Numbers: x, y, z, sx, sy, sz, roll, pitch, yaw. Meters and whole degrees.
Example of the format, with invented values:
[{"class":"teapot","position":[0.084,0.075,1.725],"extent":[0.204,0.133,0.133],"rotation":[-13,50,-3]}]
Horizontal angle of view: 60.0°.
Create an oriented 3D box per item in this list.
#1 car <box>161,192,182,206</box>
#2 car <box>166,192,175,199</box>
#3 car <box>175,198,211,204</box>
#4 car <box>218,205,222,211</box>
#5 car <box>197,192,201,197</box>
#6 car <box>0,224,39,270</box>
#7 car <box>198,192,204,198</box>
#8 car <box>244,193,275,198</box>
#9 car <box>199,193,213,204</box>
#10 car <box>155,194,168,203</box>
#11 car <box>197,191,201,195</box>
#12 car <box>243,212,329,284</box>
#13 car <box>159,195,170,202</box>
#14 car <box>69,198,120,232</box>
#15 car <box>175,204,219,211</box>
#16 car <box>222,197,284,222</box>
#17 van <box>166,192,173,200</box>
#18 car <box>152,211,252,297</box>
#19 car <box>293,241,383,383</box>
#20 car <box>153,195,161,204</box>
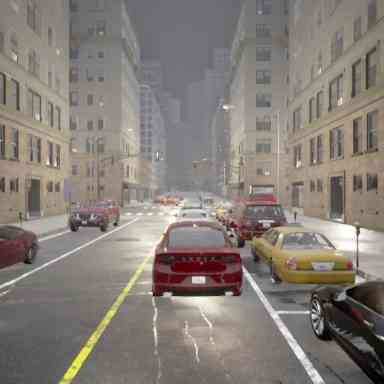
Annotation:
[{"class":"car","position":[-3.144,1.236,51.768],"extent":[2.097,1.767,4.553],"rotation":[0,0,2]},{"class":"car","position":[-5.745,0.955,90.473],"extent":[2.192,1.841,5.009],"rotation":[1,0,0]},{"class":"car","position":[0.075,1.470,25.317],"extent":[2.128,1.511,4.902],"rotation":[0,0,0]},{"class":"car","position":[2.768,1.571,20.268],"extent":[1.802,1.307,4.206],"rotation":[0,0,0]},{"class":"car","position":[2.775,1.300,79.623],"extent":[1.802,1.307,4.206],"rotation":[1,0,0]},{"class":"car","position":[-5.759,1.582,9.171],"extent":[1.802,1.307,4.206],"rotation":[0,0,0]},{"class":"car","position":[2.775,1.315,68.943],"extent":[1.752,1.417,4.829],"rotation":[1,0,0]},{"class":"car","position":[7.557,1.139,40.994],"extent":[5.566,2.045,2.150],"rotation":[0,0,0]},{"class":"car","position":[2.773,1.404,57.927],"extent":[2.008,1.369,4.403],"rotation":[0,0,0]},{"class":"car","position":[-5.751,1.263,63.359],"extent":[1.967,1.590,4.097],"rotation":[1,0,0]},{"class":"car","position":[2.778,1.080,90.467],"extent":[1.967,1.590,4.097],"rotation":[1,0,0]},{"class":"car","position":[2.767,1.526,9.333],"extent":[1.752,1.417,4.829],"rotation":[0,0,0]},{"class":"car","position":[-5.751,1.335,68.782],"extent":[1.887,1.381,4.507],"rotation":[1,0,0]},{"class":"car","position":[-5.757,1.304,20.277],"extent":[2.192,1.841,5.009],"rotation":[0,0,0]},{"class":"car","position":[0.100,1.520,16.175],"extent":[1.812,1.442,4.674],"rotation":[0,0,0]},{"class":"car","position":[2.768,1.312,14.718],"extent":[2.192,1.841,5.009],"rotation":[0,0,0]},{"class":"van","position":[-5.746,1.021,85.051],"extent":[1.690,1.788,3.998],"rotation":[1,0,0]},{"class":"car","position":[0.073,1.478,8.640],"extent":[1.882,1.535,5.008],"rotation":[0,0,-1]},{"class":"car","position":[2.765,1.568,3.612],"extent":[1.947,1.339,4.313],"rotation":[0,0,0]},{"class":"car","position":[-5.752,1.398,57.935],"extent":[1.887,1.381,4.507],"rotation":[0,0,0]}]
